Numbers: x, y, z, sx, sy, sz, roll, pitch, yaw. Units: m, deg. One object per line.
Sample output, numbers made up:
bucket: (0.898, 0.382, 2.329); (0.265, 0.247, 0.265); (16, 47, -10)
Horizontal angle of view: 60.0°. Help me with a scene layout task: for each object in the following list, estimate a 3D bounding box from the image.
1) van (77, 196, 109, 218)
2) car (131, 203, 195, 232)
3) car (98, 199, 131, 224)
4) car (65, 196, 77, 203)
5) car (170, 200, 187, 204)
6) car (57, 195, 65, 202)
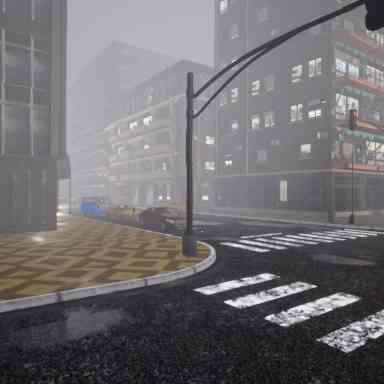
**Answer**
van: (-8.352, 1.265, 28.983); (1.690, 1.788, 3.998); (0, 0, -36)
car: (-1.750, 1.526, 19.779); (1.802, 1.307, 4.206); (0, 0, -36)
car: (-4.952, 1.459, 24.242); (1.752, 1.417, 4.829); (0, 0, -36)
car: (-21.454, 1.447, 61.616); (1.752, 1.417, 4.829); (0, 0, -36)
car: (-1.644, 1.488, 34.006); (1.752, 1.417, 4.829); (0, 0, -36)
car: (-27.958, 1.360, 70.681); (1.967, 1.590, 4.097); (0, 0, -36)
